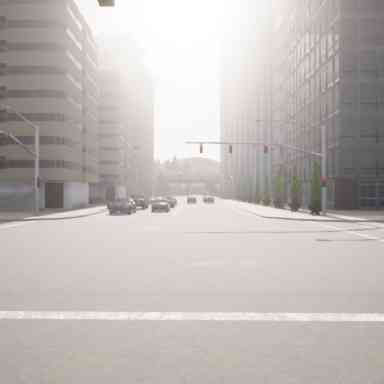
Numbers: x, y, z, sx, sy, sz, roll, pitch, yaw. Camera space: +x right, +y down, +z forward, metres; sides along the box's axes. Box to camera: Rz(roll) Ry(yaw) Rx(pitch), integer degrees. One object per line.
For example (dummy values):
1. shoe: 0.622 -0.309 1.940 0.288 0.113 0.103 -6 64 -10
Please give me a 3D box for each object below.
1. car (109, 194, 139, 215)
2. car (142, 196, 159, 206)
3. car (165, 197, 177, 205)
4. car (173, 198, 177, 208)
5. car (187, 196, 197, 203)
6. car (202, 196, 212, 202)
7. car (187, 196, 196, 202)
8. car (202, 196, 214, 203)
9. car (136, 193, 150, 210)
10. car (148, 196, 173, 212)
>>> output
1. car: -7.122 1.352 34.465 2.097 1.767 4.553 0 0 0
2. car: -7.115 1.492 57.510 2.128 1.511 4.902 0 0 0
3. car: -3.616 1.601 57.936 1.895 1.301 4.718 0 0 0
4. car: -3.627 1.352 48.167 2.097 1.767 4.553 0 0 0
5. car: -0.042 1.478 66.686 1.882 1.535 5.008 0 0 0
6. car: 3.452 1.528 76.190 1.994 1.385 4.181 0 0 0
7. car: -0.048 1.522 76.014 1.994 1.385 4.181 0 0 0
8. car: 3.458 1.505 67.522 1.837 1.490 4.892 0 0 0
9. car: -7.126 1.221 44.054 2.150 2.045 5.566 0 0 0
10. car: -3.625 1.505 38.963 1.837 1.490 4.892 0 0 0
